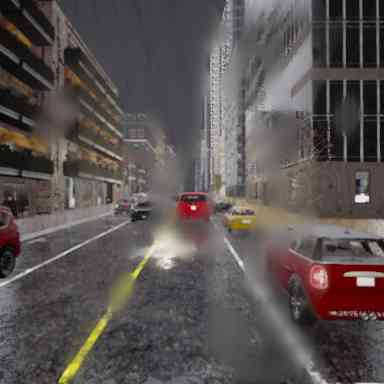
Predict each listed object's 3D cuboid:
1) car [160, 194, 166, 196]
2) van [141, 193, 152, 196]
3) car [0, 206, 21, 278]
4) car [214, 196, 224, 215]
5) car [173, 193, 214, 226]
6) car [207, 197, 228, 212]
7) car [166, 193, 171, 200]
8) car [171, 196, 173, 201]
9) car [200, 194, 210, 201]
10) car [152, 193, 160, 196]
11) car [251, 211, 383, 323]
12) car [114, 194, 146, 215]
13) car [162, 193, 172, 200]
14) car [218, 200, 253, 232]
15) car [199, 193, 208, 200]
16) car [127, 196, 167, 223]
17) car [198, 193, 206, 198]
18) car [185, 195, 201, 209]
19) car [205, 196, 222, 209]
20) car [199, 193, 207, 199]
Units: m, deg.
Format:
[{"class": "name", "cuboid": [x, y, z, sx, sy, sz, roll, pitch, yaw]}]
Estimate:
[{"class": "car", "cuboid": [-5.682, 1.159, 52.592, 1.752, 1.417, 4.829, 1, 0, 0]}, {"class": "van", "cuboid": [-5.675, 1.091, 35.668, 1.690, 1.788, 3.998, 1, 0, 0]}, {"class": "car", "cuboid": [-5.671, 1.264, 7.180, 2.192, 1.841, 5.009, 1, 0, 0]}, {"class": "car", "cuboid": [2.668, 1.342, 29.848, 2.008, 1.369, 4.403, 1, 0, 0]}, {"class": "car", "cuboid": [0.094, 1.061, 22.439, 2.150, 2.045, 5.566, 0, 0, 0]}, {"class": "car", "cuboid": [2.667, 1.296, 35.546, 1.887, 1.381, 4.507, 1, 0, 0]}, {"class": "car", "cuboid": [-5.684, 1.100, 64.157, 1.887, 1.381, 4.507, 1, 0, 0]}, {"class": "car", "cuboid": [-3.025, 1.112, 64.917, 1.994, 1.385, 4.181, 0, 0, 0]}, {"class": "car", "cuboid": [2.661, 1.100, 69.731, 1.802, 1.307, 4.206, 1, 0, 0]}, {"class": "car", "cuboid": [-5.675, 1.026, 41.365, 2.192, 1.841, 5.009, 1, 0, 0]}, {"class": "car", "cuboid": [2.674, 1.390, 7.057, 1.967, 1.590, 4.097, 1, 0, 0]}, {"class": "car", "cuboid": [-5.677, 1.230, 29.972, 1.967, 1.590, 4.097, 1, 0, 0]}, {"class": "car", "cuboid": [-5.685, 1.006, 75.382, 1.752, 1.417, 4.829, 1, 0, 0]}, {"class": "car", "cuboid": [2.670, 1.395, 18.622, 1.752, 1.417, 4.829, 1, 0, 0]}, {"class": "car", "cuboid": [2.662, 1.025, 75.429, 1.887, 1.381, 4.507, 1, 0, 0]}, {"class": "car", "cuboid": [-3.101, 1.309, 23.977, 1.882, 1.535, 5.008, 0, 0, 0]}, {"class": "car", "cuboid": [2.659, 0.919, 92.523, 2.008, 1.369, 4.403, 1, 0, 0]}, {"class": "car", "cuboid": [0.095, 1.218, 41.143, 1.837, 1.490, 4.892, 0, 1, 0]}, {"class": "car", "cuboid": [2.667, 1.236, 41.413, 1.752, 1.417, 4.829, 1, 0, 0]}, {"class": "car", "cuboid": [2.661, 0.967, 81.298, 1.752, 1.417, 4.829, 1, 0, 0]}]
